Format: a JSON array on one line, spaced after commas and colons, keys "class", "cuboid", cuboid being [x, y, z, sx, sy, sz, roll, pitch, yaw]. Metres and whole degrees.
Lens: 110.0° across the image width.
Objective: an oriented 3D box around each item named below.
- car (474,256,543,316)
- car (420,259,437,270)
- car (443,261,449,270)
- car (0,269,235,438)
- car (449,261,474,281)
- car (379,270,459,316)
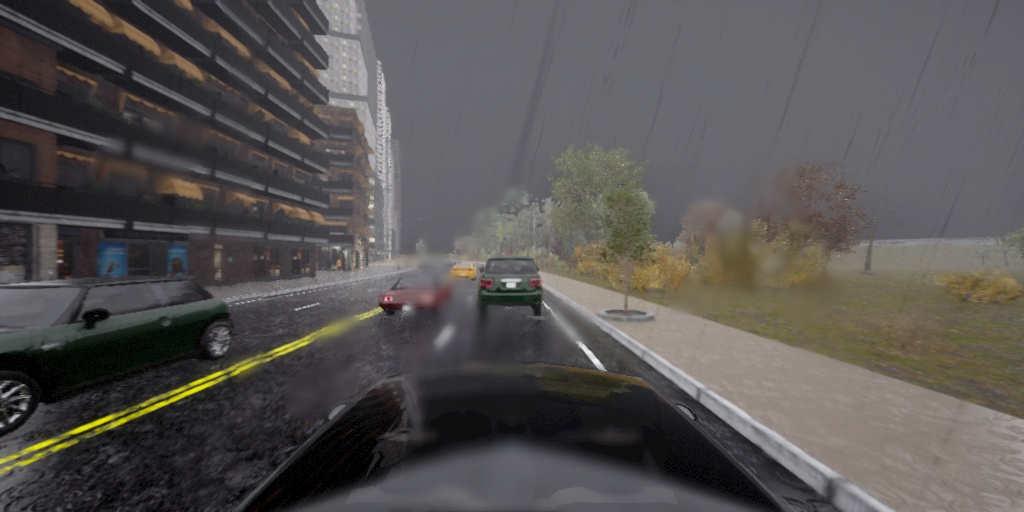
[{"class": "car", "cuboid": [-0.092, 1.010, 13.826, 2.150, 2.045, 5.566, 0, 0, -1]}, {"class": "car", "cuboid": [-12.861, 1.283, 55.270, 2.097, 1.767, 4.553, 0, 0, -6]}, {"class": "car", "cuboid": [-9.729, 1.473, 56.659, 2.033, 1.411, 5.357, 0, 0, -6]}, {"class": "car", "cuboid": [-6.633, 1.127, 5.294, 2.097, 1.767, 4.553, 0, 0, -1]}, {"class": "car", "cuboid": [-4.153, 1.329, 31.841, 1.882, 1.535, 5.008, 0, 0, -3]}, {"class": "car", "cuboid": [-3.339, 1.395, 13.582, 1.895, 1.301, 4.718, 0, 0, -1]}]
